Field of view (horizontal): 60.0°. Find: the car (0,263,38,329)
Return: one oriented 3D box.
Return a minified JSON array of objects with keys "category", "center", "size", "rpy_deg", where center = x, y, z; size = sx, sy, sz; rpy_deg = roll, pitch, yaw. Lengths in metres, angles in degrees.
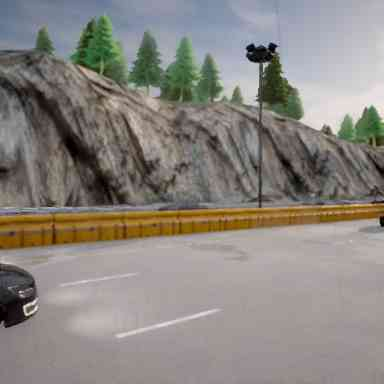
[{"category":"car","center":[-4.818,1.498,4.603],"size":[4.892,1.490,1.837],"rpy_deg":[0,0,-36]}]

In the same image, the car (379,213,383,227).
[{"category":"car","center":[14.743,1.688,22.909],"size":[4.181,1.385,1.994],"rpy_deg":[0,0,-36]}]

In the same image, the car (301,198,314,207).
[{"category":"car","center":[17.283,1.551,46.623],"size":[4.553,1.767,2.097],"rpy_deg":[0,0,-36]}]

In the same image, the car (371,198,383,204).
[{"category":"car","center":[33.353,1.791,58.202],"size":[5.008,1.535,1.882],"rpy_deg":[0,0,-35]}]

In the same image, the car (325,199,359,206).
[{"category":"car","center":[17.825,1.780,38.280],"size":[4.718,1.301,1.895],"rpy_deg":[0,0,-36]}]

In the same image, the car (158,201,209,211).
[{"category":"car","center":[-0.821,1.638,33.532],"size":[5.357,1.411,2.033],"rpy_deg":[0,0,-36]}]

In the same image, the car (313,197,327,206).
[{"category":"car","center":[18.423,1.688,43.110],"size":[4.902,1.511,2.128],"rpy_deg":[0,0,-36]}]
